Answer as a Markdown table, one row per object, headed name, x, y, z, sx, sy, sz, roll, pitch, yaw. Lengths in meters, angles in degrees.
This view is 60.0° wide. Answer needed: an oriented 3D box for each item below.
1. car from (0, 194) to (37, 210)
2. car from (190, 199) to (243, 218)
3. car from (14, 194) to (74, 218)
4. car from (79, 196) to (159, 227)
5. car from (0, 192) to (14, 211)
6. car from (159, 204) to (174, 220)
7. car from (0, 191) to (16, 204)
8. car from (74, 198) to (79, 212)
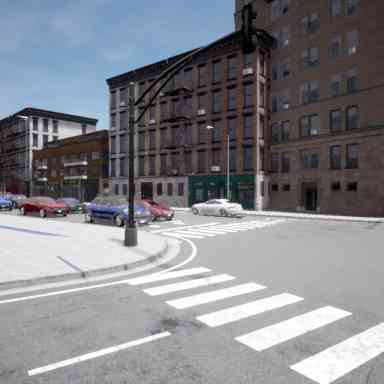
| name | x | y | z | sx | sy | sz | roll | pitch | yaw |
| --- | --- | --- | --- | --- | --- | --- | --- | --- | --- |
| car | -19.166 | 1.029 | 36.462 | 4.902 | 1.511 | 2.128 | 1 | 0 | 40 |
| car | 2.022 | 1.316 | 28.031 | 4.674 | 1.442 | 1.812 | 1 | 0 | 38 |
| car | -11.748 | 1.118 | 26.226 | 5.008 | 1.535 | 1.882 | 1 | 0 | 39 |
| car | -4.593 | 1.089 | 20.587 | 4.553 | 1.767 | 2.097 | 1 | 0 | 39 |
| car | -19.235 | 1.025 | 32.293 | 5.008 | 1.535 | 1.882 | 1 | 0 | 40 |
| car | -3.382 | 1.266 | 23.836 | 4.674 | 1.442 | 1.812 | 1 | 0 | 38 |
| car | -27.587 | 0.786 | 48.231 | 4.553 | 1.767 | 2.097 | 1 | 0 | 41 |
| car | -11.161 | 1.201 | 29.918 | 4.181 | 1.385 | 1.994 | 1 | 0 | 39 |
